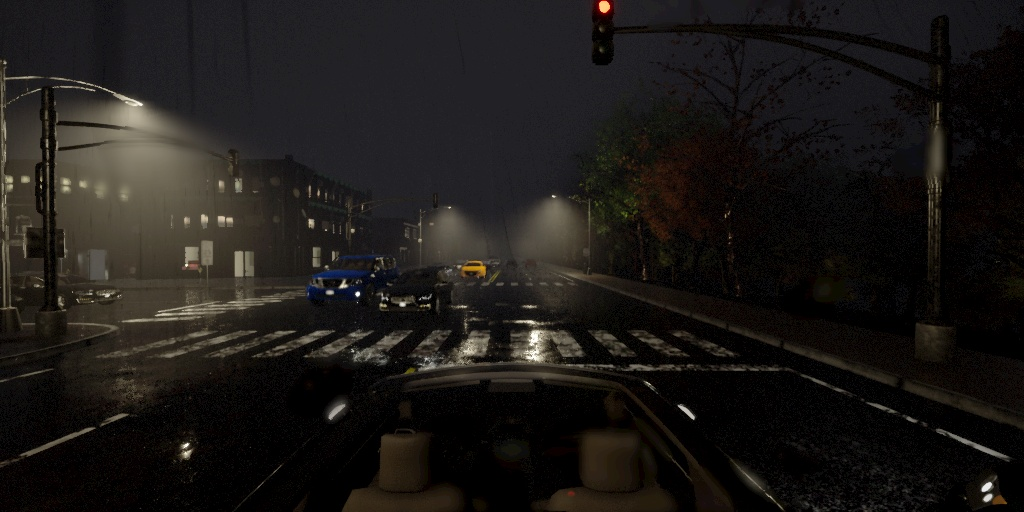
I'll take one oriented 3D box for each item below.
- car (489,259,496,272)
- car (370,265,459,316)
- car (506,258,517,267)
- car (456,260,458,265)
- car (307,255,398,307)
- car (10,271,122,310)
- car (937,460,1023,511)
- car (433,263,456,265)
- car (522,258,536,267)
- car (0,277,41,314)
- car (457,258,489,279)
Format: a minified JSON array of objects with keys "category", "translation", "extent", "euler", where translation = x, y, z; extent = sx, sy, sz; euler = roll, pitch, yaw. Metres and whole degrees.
[{"category":"car","translation":[-3.443,1.335,46.302],"extent":[1.895,1.301,4.718],"euler":[0,0,0]},{"category":"car","translation":[-3.375,1.252,13.471],"extent":[1.837,1.490,4.892],"euler":[0,0,0]},{"category":"car","translation":[-0.032,1.204,63.789],"extent":[1.882,1.535,5.008],"euler":[0,0,0]},{"category":"car","translation":[-6.693,1.222,48.048],"extent":[2.128,1.511,4.902],"euler":[0,0,0]},{"category":"car","translation":[-6.631,0.967,15.822],"extent":[2.150,2.045,5.566],"euler":[0,0,0]},{"category":"car","translation":[-19.619,1.472,15.223],"extent":[4.892,1.490,1.837],"euler":[-1,1,0]},{"category":"car","translation":[3.355,1.314,0.201],"extent":[1.994,1.385,4.181],"euler":[0,0,0]},{"category":"car","translation":[-6.665,1.304,32.821],"extent":[1.994,1.385,4.181],"euler":[0,0,0]},{"category":"car","translation":[3.220,1.204,63.208],"extent":[1.882,1.535,5.008],"euler":[0,0,0]},{"category":"car","translation":[-19.970,1.565,12.517],"extent":[4.313,1.339,1.948],"euler":[0,0,0]},{"category":"car","translation":[-3.415,1.218,32.364],"extent":[1.882,1.535,5.008],"euler":[0,0,0]}]
